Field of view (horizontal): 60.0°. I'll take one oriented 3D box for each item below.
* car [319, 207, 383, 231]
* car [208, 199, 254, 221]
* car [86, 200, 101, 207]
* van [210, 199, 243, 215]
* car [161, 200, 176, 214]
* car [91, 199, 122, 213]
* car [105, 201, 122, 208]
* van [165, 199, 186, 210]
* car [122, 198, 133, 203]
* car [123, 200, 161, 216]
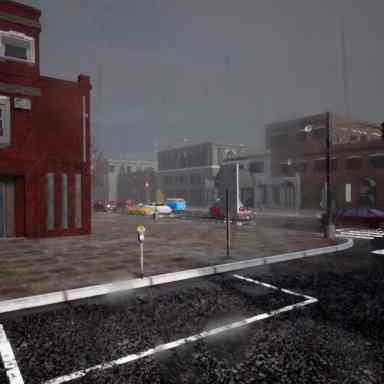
[{"bbox_3d":[10.911,1.693,21.120,2.033,1.411,5.357,-1,0,-41],"label":"car"},{"bbox_3d":[3.521,1.673,30.643,2.097,1.767,4.553,-1,-1,-36],"label":"car"},{"bbox_3d":[-22.614,2.595,76.266,1.802,1.307,4.206,-2,0,-36],"label":"car"},{"bbox_3d":[4.068,1.707,39.693,1.690,1.788,3.998,-2,0,-36],"label":"van"},{"bbox_3d":[-4.299,2.035,41.374,1.812,1.442,4.674,-1,0,-36],"label":"car"},{"bbox_3d":[-12.708,2.001,48.521,2.192,1.841,5.009,-2,0,-36],"label":"car"},{"bbox_3d":[-15.941,2.433,67.122,1.802,1.307,4.206,-2,0,-36],"label":"car"},{"bbox_3d":[-2.604,1.868,48.835,1.690,1.788,3.998,-2,0,-36],"label":"van"},{"bbox_3d":[-12.613,2.085,62.551,2.192,1.841,5.009,-2,0,-36],"label":"car"},{"bbox_3d":[-5.930,2.048,39.241,1.752,1.417,4.829,-2,0,-36],"label":"car"}]
